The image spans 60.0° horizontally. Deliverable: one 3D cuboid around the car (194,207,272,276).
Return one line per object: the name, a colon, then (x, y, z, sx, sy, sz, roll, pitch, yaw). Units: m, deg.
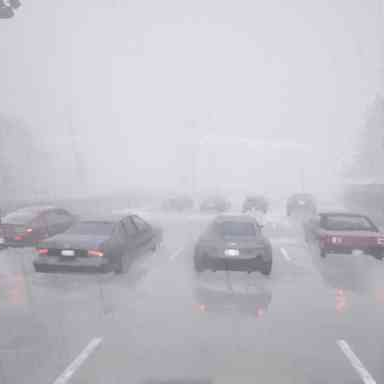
car: (1.262, 1.361, 9.841, 1.994, 1.385, 4.181, 0, 1, 9)

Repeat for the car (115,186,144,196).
car: (-9.971, 0.006, 56.361, 2.150, 2.045, 5.566, 1, 1, 25)

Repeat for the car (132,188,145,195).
car: (-7.307, 0.415, 53.745, 1.994, 1.385, 4.181, 1, 1, 25)

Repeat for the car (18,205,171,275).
car: (-2.315, 1.332, 9.763, 2.033, 1.411, 5.357, 0, 1, 9)

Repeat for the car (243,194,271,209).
car: (5.418, 0.945, 27.806, 1.837, 1.490, 4.892, 0, 1, 17)

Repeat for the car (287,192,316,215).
car: (8.707, 0.831, 26.576, 2.097, 1.767, 4.553, 1, 1, 17)

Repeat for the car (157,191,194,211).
car: (-1.253, 0.896, 29.899, 1.812, 1.442, 4.674, 1, 1, 17)

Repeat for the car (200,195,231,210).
car: (2.123, 0.968, 28.960, 1.994, 1.385, 4.181, 1, 1, 17)

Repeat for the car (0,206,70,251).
car: (-5.415, 1.244, 12.344, 1.812, 1.442, 4.674, 0, 1, 9)

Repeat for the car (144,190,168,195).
car: (-4.692, 0.408, 51.052, 2.128, 1.511, 4.902, 1, 1, 24)

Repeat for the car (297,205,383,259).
car: (5.109, 1.376, 11.623, 1.895, 1.301, 4.718, 0, 1, 10)

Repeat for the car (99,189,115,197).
car: (-13.744, 0.272, 56.538, 1.837, 1.490, 4.892, 1, 1, 25)
